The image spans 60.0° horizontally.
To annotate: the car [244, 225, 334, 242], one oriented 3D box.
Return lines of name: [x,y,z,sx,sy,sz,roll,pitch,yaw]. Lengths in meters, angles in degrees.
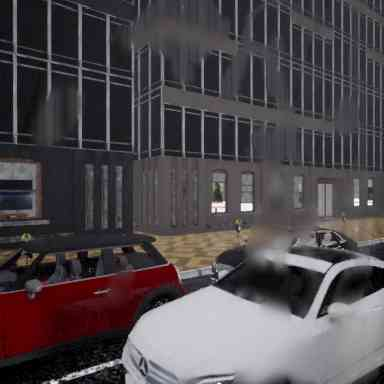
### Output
car: [2.467,1.550,8.321,4.403,1.369,2.008,0,0,-36]

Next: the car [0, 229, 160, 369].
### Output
car: [-2.166,1.440,5.016,4.097,1.590,1.967,0,0,-36]

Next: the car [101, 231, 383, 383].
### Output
car: [1.426,1.525,4.395,4.674,1.442,1.812,0,0,-35]
